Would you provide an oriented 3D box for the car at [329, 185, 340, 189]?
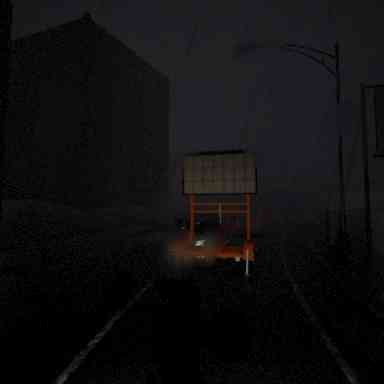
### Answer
[{"bbox_3d":[34.244,-0.886,82.024,4.674,1.452,2.002,3,-5,-29],"label":"car"}]

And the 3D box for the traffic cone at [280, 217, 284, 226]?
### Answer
[{"bbox_3d":[6.121,2.032,22.700,0.340,0.580,0.340,-2,-1,17],"label":"traffic cone"}]

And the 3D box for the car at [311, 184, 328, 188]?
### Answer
[{"bbox_3d":[29.400,-1.110,79.388,4.792,1.488,2.163,2,-5,-27],"label":"car"}]

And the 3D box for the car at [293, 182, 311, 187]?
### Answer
[{"bbox_3d":[24.321,-1.479,76.761,4.553,1.767,2.185,2,-5,-26],"label":"car"}]

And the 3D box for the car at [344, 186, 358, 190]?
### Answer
[{"bbox_3d":[38.945,-0.704,84.718,4.892,1.521,2.231,3,-5,-30],"label":"car"}]

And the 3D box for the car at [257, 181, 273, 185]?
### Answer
[{"bbox_3d":[14.334,-1.700,71.983,4.674,1.452,2.002,2,-5,-24],"label":"car"}]

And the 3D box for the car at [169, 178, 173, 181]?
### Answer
[{"bbox_3d":[-5.942,-2.458,63.455,4.553,1.767,2.185,1,-5,-23],"label":"car"}]

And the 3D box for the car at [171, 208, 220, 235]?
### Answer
[{"bbox_3d":[0.335,1.687,19.916,1.812,1.442,4.674,-2,-1,20],"label":"car"}]

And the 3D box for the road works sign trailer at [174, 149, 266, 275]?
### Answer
[{"bbox_3d":[0.921,0.487,10.660,2.380,3.560,2.880,-1,0,17],"label":"road works sign trailer"}]

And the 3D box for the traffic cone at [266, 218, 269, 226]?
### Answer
[{"bbox_3d":[5.169,2.063,22.988,0.340,0.580,0.340,-2,-1,16],"label":"traffic cone"}]

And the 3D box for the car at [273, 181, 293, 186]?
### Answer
[{"bbox_3d":[19.364,-1.551,74.320,5.008,1.535,2.097,2,-5,-25],"label":"car"}]
